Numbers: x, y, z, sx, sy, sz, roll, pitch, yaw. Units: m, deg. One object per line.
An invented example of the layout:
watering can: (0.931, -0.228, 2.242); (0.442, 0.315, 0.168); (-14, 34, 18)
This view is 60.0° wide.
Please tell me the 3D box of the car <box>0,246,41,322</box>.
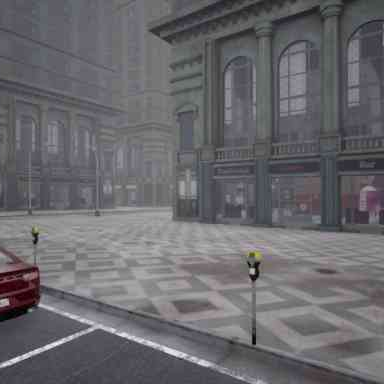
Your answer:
car: (-4.689, 1.546, 6.299); (4.507, 1.381, 1.887); (0, 0, 35)
